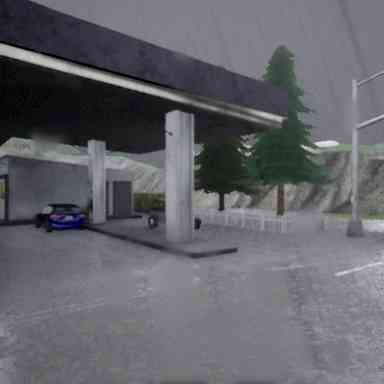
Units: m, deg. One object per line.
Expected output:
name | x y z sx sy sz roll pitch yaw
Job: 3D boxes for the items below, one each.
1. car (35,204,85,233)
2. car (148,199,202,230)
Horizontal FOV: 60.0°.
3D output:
car | -8.329 1.546 20.882 2.242 1.667 4.611 0 0 -36
car | -1.200 1.370 20.689 1.905 1.878 3.866 0 0 -36
